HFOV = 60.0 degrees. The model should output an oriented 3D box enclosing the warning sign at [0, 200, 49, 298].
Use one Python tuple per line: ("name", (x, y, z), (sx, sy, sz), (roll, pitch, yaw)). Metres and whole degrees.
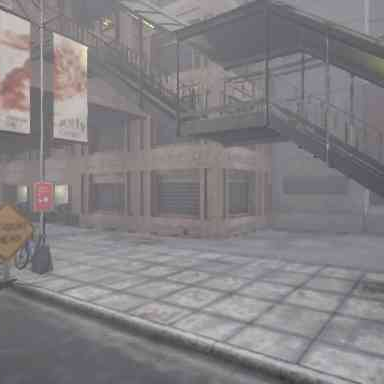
("warning sign", (-3.925, 1.114, 7.038), (1.060, 1.860, 1.300), (0, 0, 36))
